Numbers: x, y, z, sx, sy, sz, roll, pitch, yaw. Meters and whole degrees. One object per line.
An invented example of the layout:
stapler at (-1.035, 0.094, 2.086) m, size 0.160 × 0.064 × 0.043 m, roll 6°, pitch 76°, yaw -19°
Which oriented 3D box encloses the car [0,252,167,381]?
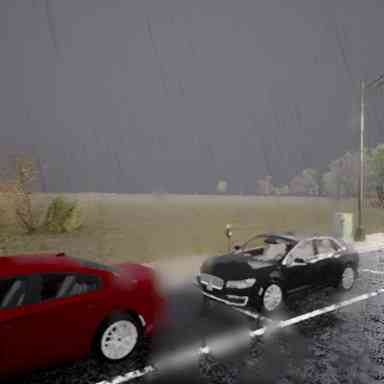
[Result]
car at (-2.483, 1.549, 4.318) m, size 4.507 × 1.381 × 1.887 m, roll 1°, pitch 0°, yaw -35°

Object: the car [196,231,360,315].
car at (2.121, 1.608, 7.600) m, size 4.403 × 1.369 × 2.008 m, roll 1°, pitch 0°, yaw -35°
